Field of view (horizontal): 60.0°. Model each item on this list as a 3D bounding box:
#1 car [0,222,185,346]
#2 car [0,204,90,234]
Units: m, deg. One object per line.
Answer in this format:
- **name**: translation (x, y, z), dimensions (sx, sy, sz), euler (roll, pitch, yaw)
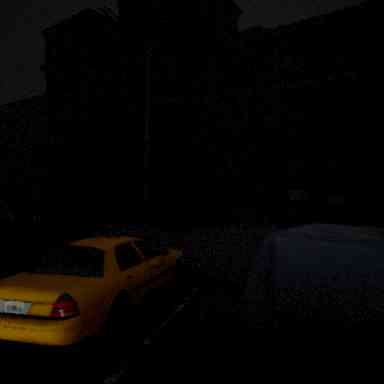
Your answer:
- **car**: translation (-1.621, 1.538, 6.824), dimensions (1.946, 1.575, 5.366), euler (-1, -1, 16)
- **car**: translation (-4.114, 1.317, 8.457), dimensions (2.435, 2.045, 5.566), euler (0, -1, 16)
